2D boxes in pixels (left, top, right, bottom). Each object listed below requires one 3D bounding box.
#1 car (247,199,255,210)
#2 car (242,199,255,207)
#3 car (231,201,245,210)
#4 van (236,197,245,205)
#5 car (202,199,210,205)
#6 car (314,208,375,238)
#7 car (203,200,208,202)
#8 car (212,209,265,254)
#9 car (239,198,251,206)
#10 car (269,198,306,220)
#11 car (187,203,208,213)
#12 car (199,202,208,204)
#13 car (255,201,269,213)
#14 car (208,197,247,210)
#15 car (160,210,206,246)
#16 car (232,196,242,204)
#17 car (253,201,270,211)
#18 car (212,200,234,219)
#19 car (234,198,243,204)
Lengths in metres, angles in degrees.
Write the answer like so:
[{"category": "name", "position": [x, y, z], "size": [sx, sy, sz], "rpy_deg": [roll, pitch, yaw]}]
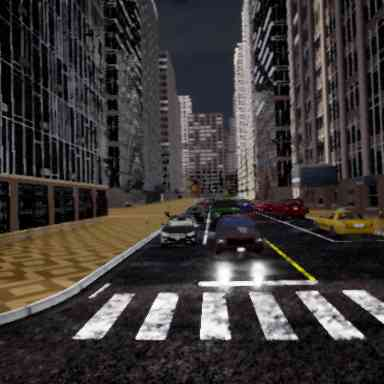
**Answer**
[{"category": "car", "position": [6.899, 1.776, 44.543], "size": [2.097, 1.767, 4.553], "rpy_deg": [-2, -1, 4]}, {"category": "car", "position": [10.699, 2.099, 63.434], "size": [1.887, 1.381, 4.507], "rpy_deg": [-1, -1, 3]}, {"category": "car", "position": [7.446, 2.139, 54.303], "size": [1.895, 1.301, 4.718], "rpy_deg": [-2, -1, 3]}, {"category": "van", "position": [11.722, 2.087, 80.328], "size": [1.690, 1.788, 3.998], "rpy_deg": [-1, -1, 3]}, {"category": "car", "position": [3.705, 2.529, 86.435], "size": [1.967, 1.590, 4.097], "rpy_deg": [-1, -1, 3]}, {"category": "car", "position": [7.881, 1.550, 17.727], "size": [1.752, 1.417, 4.829], "rpy_deg": [-1, -1, 3]}, {"category": "car", "position": [1.310, 2.221, 47.008], "size": [1.802, 1.307, 4.206], "rpy_deg": [-1, -1, 3]}, {"category": "car", "position": [1.928, 1.724, 14.666], "size": [2.033, 1.411, 5.357], "rpy_deg": [-2, -1, 3]}, {"category": "car", "position": [11.040, 2.058, 69.066], "size": [1.967, 1.590, 4.097], "rpy_deg": [-1, -1, 3]}, {"category": "car", "position": [8.639, 1.479, 29.653], "size": [2.192, 1.841, 5.009], "rpy_deg": [-1, -1, 3]}, {"category": "car", "position": [0.283, 2.009, 30.113], "size": [1.947, 1.339, 4.313], "rpy_deg": [-1, -1, 3]}, {"category": "car", "position": [0.624, 2.060, 35.745], "size": [2.008, 1.369, 4.403], "rpy_deg": [-1, -1, 3]}, {"category": "car", "position": [9.330, 1.840, 40.911], "size": [1.887, 1.381, 4.507], "rpy_deg": [-1, -1, 3]}, {"category": "car", "position": [2.536, 1.518, 24.808], "size": [2.150, 2.045, 5.566], "rpy_deg": [-2, -1, 3]}, {"category": "car", "position": [-0.504, 1.835, 16.733], "size": [2.008, 1.369, 4.403], "rpy_deg": [-1, -1, 3]}, {"category": "car", "position": [12.406, 2.188, 91.591], "size": [2.192, 1.841, 5.009], "rpy_deg": [-1, -1, 3]}, {"category": "car", "position": [9.673, 1.943, 46.541], "size": [1.802, 1.307, 4.206], "rpy_deg": [-1, -1, 3]}, {"category": "car", "position": [3.138, 1.761, 34.454], "size": [2.097, 1.767, 4.553], "rpy_deg": [-2, -1, 4]}, {"category": "car", "position": [12.069, 2.360, 85.957], "size": [2.008, 1.369, 4.403], "rpy_deg": [-1, -1, 3]}]
